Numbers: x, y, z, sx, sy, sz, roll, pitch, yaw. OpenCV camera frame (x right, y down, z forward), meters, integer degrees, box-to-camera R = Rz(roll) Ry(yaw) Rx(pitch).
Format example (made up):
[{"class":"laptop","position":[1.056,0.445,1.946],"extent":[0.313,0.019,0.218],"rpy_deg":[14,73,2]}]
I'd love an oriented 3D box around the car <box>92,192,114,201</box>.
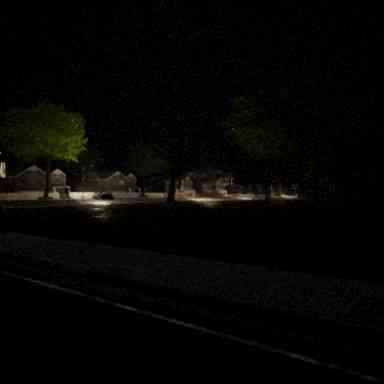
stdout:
[{"class":"car","position":[-18.787,0.933,70.299],"extent":[2.097,1.767,4.553],"rpy_deg":[1,1,36]}]
